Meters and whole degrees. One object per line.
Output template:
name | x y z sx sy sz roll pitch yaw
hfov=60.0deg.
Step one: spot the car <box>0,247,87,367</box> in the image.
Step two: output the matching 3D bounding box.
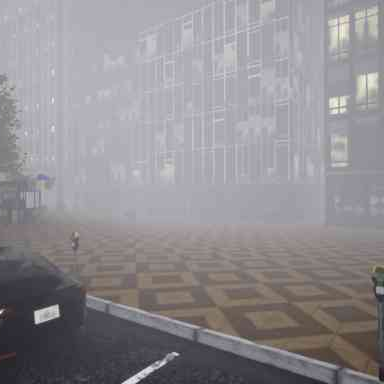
car | -3.507 1.566 5.371 4.313 1.339 1.947 0 0 35
